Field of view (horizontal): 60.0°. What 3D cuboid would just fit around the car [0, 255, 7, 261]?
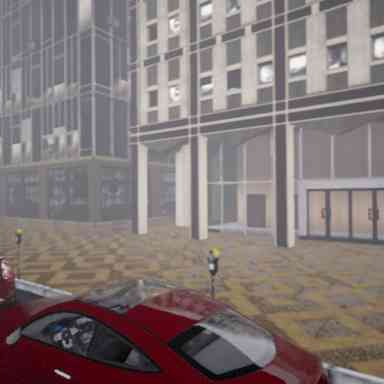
[{"bbox_3d":[-5.374,1.525,6.709,4.097,1.590,1.967,-1,0,36],"label":"car"}]

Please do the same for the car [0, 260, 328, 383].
[{"bbox_3d":[-0.777,1.608,3.428,4.206,1.307,1.802,-1,0,36],"label":"car"}]
